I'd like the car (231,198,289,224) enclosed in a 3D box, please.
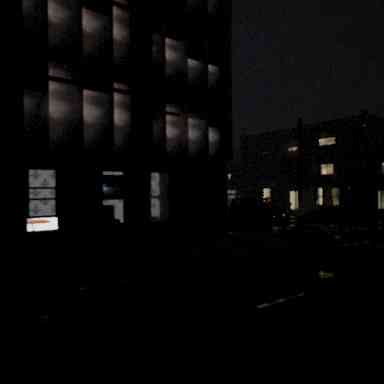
[{"bbox_3d":[5.565,1.504,28.434,2.150,2.045,5.566,-1,0,-37],"label":"car"}]

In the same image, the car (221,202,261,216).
[{"bbox_3d":[5.579,1.892,38.324,2.008,1.369,4.403,-2,0,-37],"label":"car"}]

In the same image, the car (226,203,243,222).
[{"bbox_3d":[1.948,1.916,28.733,1.947,1.339,4.313,-2,0,-37],"label":"car"}]
